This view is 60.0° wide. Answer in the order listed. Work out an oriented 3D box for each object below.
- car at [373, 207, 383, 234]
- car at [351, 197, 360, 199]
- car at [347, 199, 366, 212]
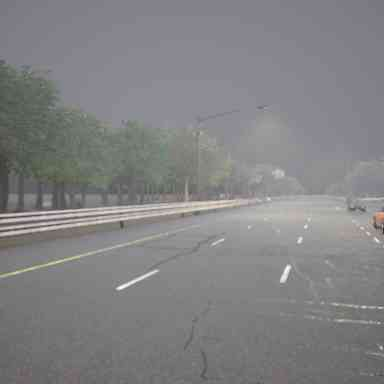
[{"bbox_3d":[12.397,1.515,20.077,2.097,1.767,4.553,0,0,21],"label":"car"},{"bbox_3d":[32.438,1.835,65.761,2.097,1.767,4.553,0,0,36],"label":"car"},{"bbox_3d":[21.316,1.916,43.260,1.895,1.301,4.718,0,0,21],"label":"car"}]
